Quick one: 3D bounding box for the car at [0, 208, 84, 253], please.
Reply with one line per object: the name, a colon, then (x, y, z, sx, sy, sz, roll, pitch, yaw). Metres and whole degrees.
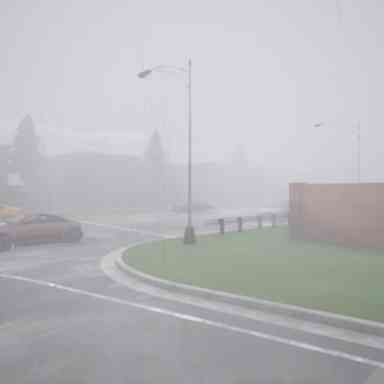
car: (-6.677, 1.542, 13.678, 4.181, 1.385, 1.994, 0, 0, -43)

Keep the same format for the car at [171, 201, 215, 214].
car: (0.116, 1.569, 34.386, 4.718, 1.301, 1.895, 0, 0, -43)

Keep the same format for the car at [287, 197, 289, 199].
car: (14.584, 1.466, 47.868, 4.902, 1.511, 2.128, 0, 0, -43)

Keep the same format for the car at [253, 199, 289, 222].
car: (6.724, 1.510, 26.162, 4.674, 1.442, 1.812, 0, 0, -43)

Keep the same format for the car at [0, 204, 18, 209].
car: (-13.664, 1.439, 21.519, 5.008, 1.535, 1.882, 0, 0, -43)
